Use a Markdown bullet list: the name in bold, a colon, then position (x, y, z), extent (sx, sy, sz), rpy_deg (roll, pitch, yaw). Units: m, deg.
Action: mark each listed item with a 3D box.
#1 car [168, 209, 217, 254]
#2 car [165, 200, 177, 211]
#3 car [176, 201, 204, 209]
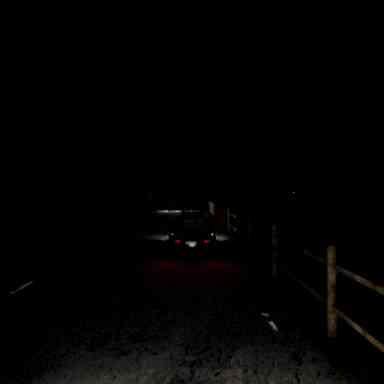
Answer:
- **car**: position (0.021, 1.645, 13.930), extent (1.812, 1.442, 4.674), rpy_deg (0, 0, 0)
- **car**: position (-2.777, 1.889, 48.184), extent (1.812, 1.442, 4.674), rpy_deg (0, -1, 1)
- **car**: position (0.017, 1.725, 28.534), extent (2.128, 1.511, 4.902), rpy_deg (0, 0, 0)
